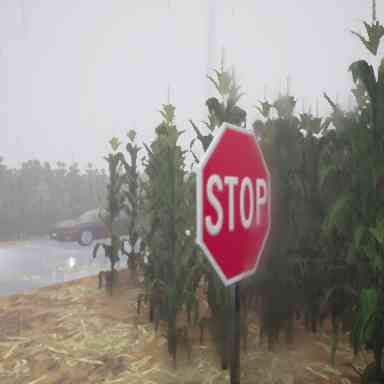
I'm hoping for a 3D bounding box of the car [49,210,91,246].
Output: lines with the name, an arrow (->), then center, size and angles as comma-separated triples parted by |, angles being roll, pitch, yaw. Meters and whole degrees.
car -> -4.197, 1.492, 15.734 | 1.882, 1.535, 5.008 | 0, 0, 36
